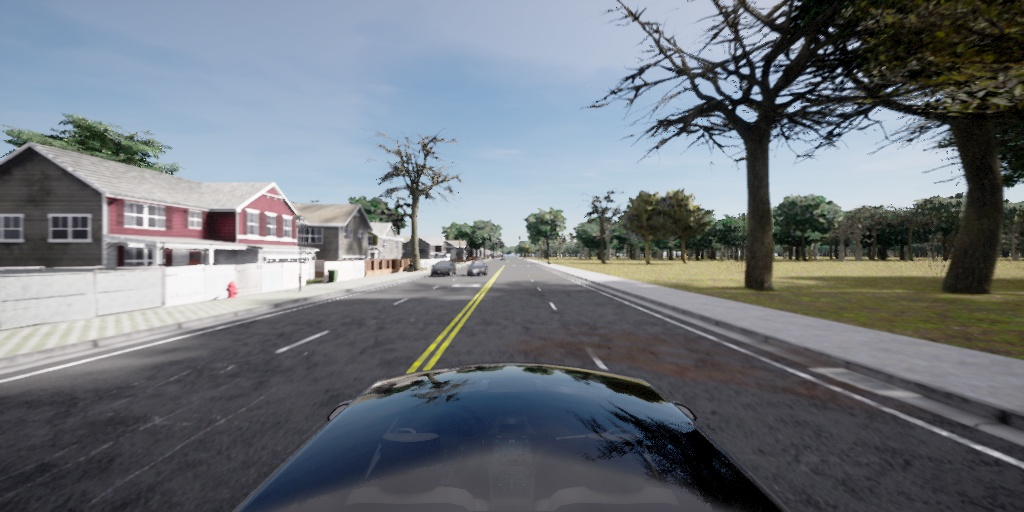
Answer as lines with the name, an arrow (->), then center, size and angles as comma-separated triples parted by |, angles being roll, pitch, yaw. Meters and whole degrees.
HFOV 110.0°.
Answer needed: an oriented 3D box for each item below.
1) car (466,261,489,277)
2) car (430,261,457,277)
car -> -3.328, 1.235, 35.302 | 2.128, 1.511, 4.902 | 0, 0, 0
car -> -6.579, 1.220, 34.916 | 1.882, 1.535, 5.008 | 0, 0, 0
